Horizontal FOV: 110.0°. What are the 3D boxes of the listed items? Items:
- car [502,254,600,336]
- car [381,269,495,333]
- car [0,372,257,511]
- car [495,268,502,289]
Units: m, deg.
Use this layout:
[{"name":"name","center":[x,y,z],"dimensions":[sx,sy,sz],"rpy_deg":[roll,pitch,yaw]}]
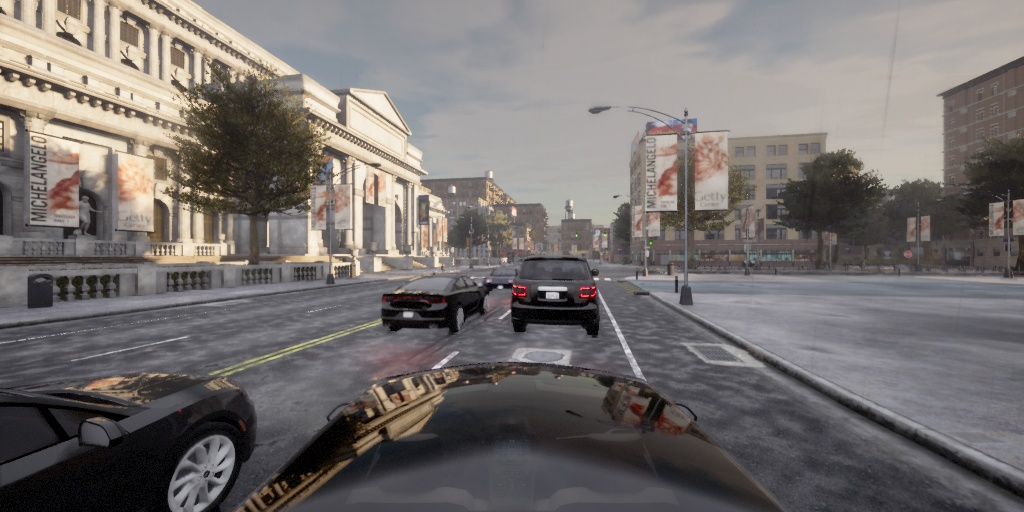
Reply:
[{"name":"car","center":[1.387,0.972,10.684],"dimensions":[2.150,2.045,5.566],"rpy_deg":[0,0,10]},{"name":"car","center":[-2.063,1.228,10.931],"dimensions":[1.882,1.535,5.008],"rpy_deg":[0,0,9]},{"name":"car","center":[-3.204,1.255,1.235],"dimensions":[1.837,1.490,4.892],"rpy_deg":[0,0,0]},{"name":"car","center":[-0.189,1.351,21.160],"dimensions":[1.895,1.301,4.718],"rpy_deg":[0,0,11]}]
